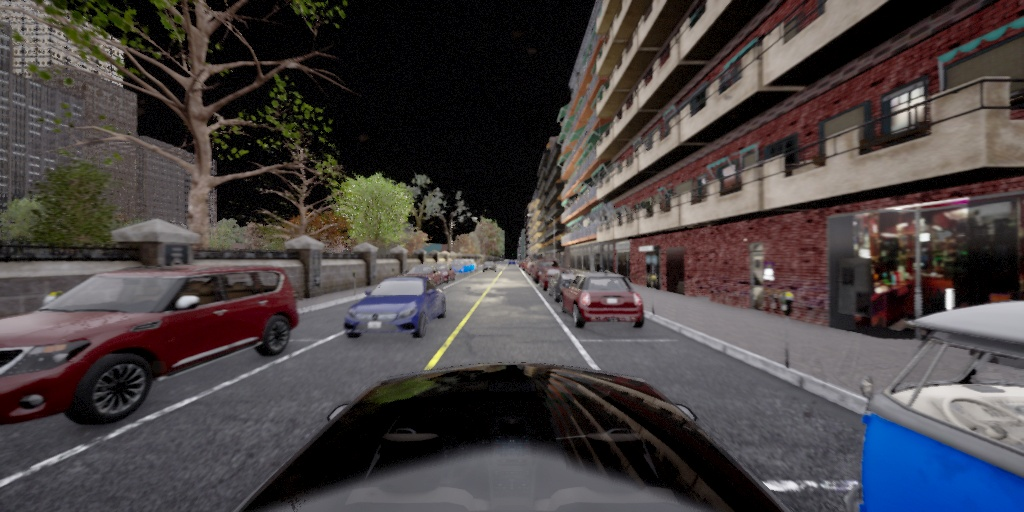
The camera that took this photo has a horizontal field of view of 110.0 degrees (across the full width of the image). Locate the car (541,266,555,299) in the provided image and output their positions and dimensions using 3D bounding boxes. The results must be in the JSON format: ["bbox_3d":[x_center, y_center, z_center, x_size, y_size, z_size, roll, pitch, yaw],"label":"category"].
[{"bbox_3d":[2.692,1.379,17.214,2.007,1.370,4.403,0,0,0],"label":"car"}]

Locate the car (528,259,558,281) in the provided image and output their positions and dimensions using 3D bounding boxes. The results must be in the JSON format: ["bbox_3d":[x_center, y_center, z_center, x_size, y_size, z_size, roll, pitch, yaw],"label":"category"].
[{"bbox_3d":[2.693,1.204,28.474,2.192,1.841,5.009,0,0,0],"label":"car"}]

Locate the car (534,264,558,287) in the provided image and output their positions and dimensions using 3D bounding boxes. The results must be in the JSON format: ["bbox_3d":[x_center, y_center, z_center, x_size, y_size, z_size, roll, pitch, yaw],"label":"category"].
[{"bbox_3d":[2.692,1.404,22.844,1.888,1.381,4.507,0,0,0],"label":"car"}]

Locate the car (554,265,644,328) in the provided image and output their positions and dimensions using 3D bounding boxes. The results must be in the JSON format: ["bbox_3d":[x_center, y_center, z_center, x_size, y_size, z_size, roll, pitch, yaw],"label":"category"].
[{"bbox_3d":[2.692,1.239,11.584,1.967,1.591,4.097,0,0,0],"label":"car"}]

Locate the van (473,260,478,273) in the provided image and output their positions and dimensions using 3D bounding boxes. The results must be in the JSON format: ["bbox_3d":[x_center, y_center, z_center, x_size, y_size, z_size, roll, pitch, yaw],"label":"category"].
[{"bbox_3d":[-5.687,1.328,45.363,1.690,1.789,3.998,0,0,0],"label":"van"}]

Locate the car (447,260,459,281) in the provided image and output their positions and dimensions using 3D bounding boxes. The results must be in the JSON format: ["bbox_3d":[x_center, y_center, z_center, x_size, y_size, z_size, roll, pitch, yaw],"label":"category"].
[{"bbox_3d":[-5.688,1.329,28.474,1.967,1.591,4.097,0,0,0],"label":"car"}]

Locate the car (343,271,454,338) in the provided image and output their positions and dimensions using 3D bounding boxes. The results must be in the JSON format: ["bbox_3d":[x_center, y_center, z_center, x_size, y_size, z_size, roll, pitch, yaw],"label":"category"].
[{"bbox_3d":[-3.090,1.319,10.444,1.812,1.442,4.674,0,0,0],"label":"car"}]

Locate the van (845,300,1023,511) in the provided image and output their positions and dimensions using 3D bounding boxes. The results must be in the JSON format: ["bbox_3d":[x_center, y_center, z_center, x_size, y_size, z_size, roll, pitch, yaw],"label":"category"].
[{"bbox_3d":[2.692,1.084,0.324,1.690,1.789,3.998,0,0,0],"label":"van"}]

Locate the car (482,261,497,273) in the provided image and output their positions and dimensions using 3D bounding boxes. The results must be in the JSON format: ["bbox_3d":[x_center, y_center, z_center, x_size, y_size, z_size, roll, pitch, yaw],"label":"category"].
[{"bbox_3d":[-3.076,1.520,49.741,1.837,1.490,4.892,0,0,0],"label":"car"}]

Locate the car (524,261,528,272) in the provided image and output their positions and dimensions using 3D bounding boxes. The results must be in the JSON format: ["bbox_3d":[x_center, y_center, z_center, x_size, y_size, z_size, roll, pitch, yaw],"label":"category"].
[{"bbox_3d":[2.693,1.499,39.734,1.888,1.381,4.507,0,0,0],"label":"car"}]

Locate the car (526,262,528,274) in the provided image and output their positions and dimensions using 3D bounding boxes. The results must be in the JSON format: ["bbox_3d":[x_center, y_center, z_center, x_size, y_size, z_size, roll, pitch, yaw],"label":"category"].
[{"bbox_3d":[2.693,1.471,34.104,2.007,1.370,4.403,0,0,0],"label":"car"}]

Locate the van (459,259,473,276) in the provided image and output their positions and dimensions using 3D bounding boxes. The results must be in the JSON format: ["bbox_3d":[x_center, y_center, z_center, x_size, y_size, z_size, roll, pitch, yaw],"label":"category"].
[{"bbox_3d":[-5.688,1.295,39.734,1.690,1.789,3.998,0,0,0],"label":"van"}]

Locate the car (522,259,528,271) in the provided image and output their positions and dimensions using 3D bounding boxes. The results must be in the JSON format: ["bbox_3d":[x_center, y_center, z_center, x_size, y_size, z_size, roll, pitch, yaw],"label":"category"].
[{"bbox_3d":[2.693,1.427,45.363,1.967,1.591,4.097,0,0,0],"label":"car"}]

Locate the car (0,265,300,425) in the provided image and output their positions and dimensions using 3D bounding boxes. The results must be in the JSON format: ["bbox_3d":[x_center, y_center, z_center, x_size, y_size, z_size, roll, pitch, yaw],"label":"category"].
[{"bbox_3d":[-5.689,1.086,5.954,2.192,1.841,5.009,0,0,0],"label":"car"}]

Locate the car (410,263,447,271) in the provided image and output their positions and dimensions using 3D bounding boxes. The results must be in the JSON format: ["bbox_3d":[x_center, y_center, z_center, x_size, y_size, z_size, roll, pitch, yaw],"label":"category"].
[{"bbox_3d":[-5.688,1.299,22.845,1.967,1.591,4.097,0,0,0],"label":"car"}]

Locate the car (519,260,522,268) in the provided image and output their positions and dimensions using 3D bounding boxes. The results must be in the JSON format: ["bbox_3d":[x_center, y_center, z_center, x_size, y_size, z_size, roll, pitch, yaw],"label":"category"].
[{"bbox_3d":[2.694,1.374,56.623,2.192,1.841,5.009,0,0,0],"label":"car"}]
